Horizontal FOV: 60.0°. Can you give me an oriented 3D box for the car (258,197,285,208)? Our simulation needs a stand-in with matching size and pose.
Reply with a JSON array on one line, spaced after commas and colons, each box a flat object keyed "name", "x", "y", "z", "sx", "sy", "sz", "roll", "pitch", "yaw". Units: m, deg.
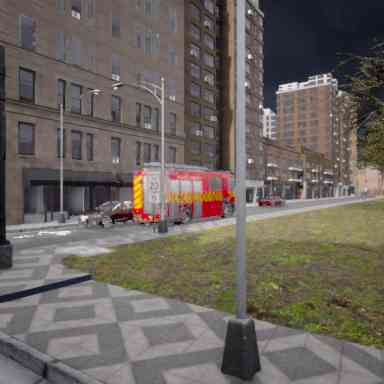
[{"name": "car", "x": 9.805, "y": 1.260, "z": 40.957, "sx": 1.895, "sy": 1.301, "sz": 4.718, "roll": 0, "pitch": 0, "yaw": 36}]

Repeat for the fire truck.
[{"name": "fire truck", "x": -0.051, "y": 0.141, "z": 22.724, "sx": 2.891, "sy": 3.827, "sz": 8.468, "roll": 0, "pitch": 0, "yaw": 36}]

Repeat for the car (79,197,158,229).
[{"name": "car", "x": -4.699, "y": 1.329, "z": 20.725, "sx": 2.128, "sy": 1.511, "sz": 4.902, "roll": 0, "pitch": 0, "yaw": 36}]
